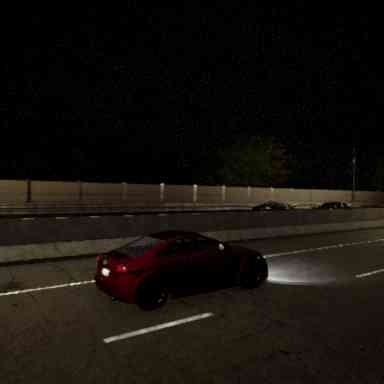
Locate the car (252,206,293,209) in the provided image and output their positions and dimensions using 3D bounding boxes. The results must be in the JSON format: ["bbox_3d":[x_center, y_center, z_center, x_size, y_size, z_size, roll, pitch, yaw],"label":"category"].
[{"bbox_3d":[8.792,1.654,35.930,5.357,1.411,2.033,1,-1,-35],"label":"car"}]

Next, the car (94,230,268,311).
[{"bbox_3d":[-0.136,1.625,7.947,4.181,1.385,1.994,1,-1,-35],"label":"car"}]

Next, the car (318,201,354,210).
[{"bbox_3d":[12.856,1.615,30.231,4.892,1.490,1.837,1,-1,-35],"label":"car"}]
